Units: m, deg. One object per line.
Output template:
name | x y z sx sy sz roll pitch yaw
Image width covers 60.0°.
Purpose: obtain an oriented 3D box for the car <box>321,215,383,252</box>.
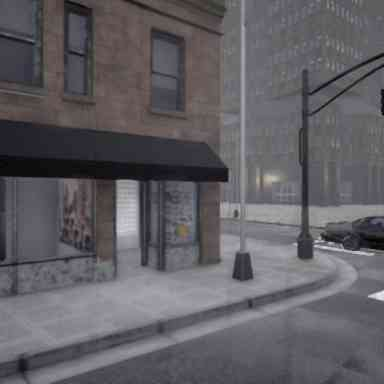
car | 7.480 1.562 11.991 2.033 1.411 5.357 0 0 -36
